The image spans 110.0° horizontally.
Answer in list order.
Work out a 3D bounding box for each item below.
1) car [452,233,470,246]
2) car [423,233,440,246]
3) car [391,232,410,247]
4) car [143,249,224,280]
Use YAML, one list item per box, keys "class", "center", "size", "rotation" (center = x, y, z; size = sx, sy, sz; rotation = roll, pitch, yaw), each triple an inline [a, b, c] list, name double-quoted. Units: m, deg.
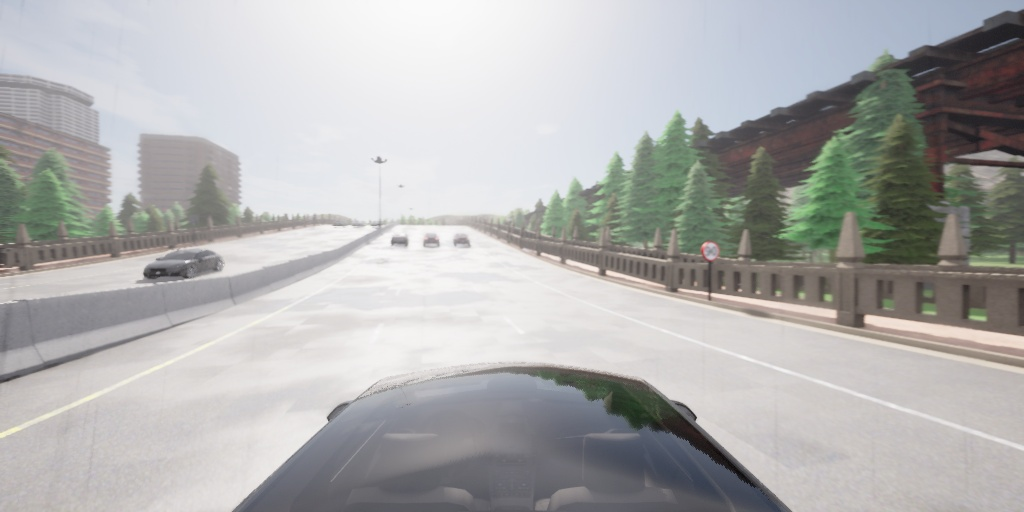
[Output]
- class: "car"
  center: [-6.136, -2.071, 43.296]
  size: [1.812, 1.442, 4.674]
  rotation: [-1, 8, -13]
- class: "car"
  center: [-9.605, -2.069, 42.766]
  size: [1.812, 1.442, 4.674]
  rotation: [-1, 8, -13]
- class: "car"
  center: [-12.897, -1.998, 41.465]
  size: [2.128, 1.511, 4.902]
  rotation: [-1, 8, -13]
- class: "car"
  center: [-18.916, 0.398, 20.926]
  size: [1.837, 1.490, 4.892]
  rotation: [-1, 6, -13]
